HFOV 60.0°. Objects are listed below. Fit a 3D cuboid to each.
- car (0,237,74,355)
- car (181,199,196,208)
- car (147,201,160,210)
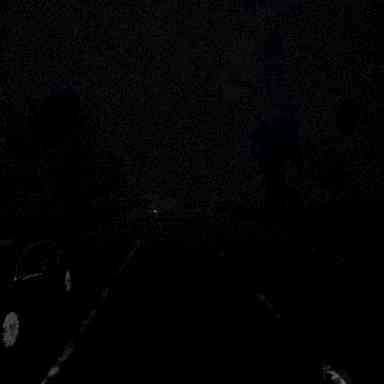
[{"bbox_3d":[-3.743,1.738,6.420,1.837,1.490,4.892,-2,-1,-4],"label":"car"},{"bbox_3d":[-0.281,2.075,58.534,2.128,1.511,4.902,-3,-1,-4],"label":"car"},{"bbox_3d":[-6.770,2.381,58.462,2.128,1.511,4.902,-3,-1,1],"label":"car"}]
